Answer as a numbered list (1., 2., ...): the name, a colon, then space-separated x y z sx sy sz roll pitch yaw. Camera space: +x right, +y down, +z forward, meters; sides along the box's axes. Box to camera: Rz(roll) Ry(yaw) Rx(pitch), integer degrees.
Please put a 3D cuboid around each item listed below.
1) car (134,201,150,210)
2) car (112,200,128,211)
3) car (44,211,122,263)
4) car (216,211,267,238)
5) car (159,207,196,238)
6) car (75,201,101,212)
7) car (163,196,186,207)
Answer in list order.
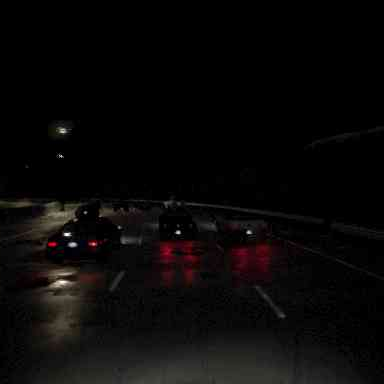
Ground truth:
1. car: -7.550 2.008 50.321 1.994 1.385 4.181 0 0 -18
2. car: -10.221 1.941 47.241 1.837 1.490 4.892 1 0 -17
3. car: -3.836 1.670 12.557 2.033 1.411 5.357 0 0 -5
4. car: 2.585 1.736 18.745 1.895 1.301 4.718 0 0 -6
5. car: -0.965 1.758 18.968 1.895 1.301 4.718 0 0 -7
6. car: -10.232 1.882 32.573 1.994 1.385 4.181 0 0 -12
7. car: -2.488 1.606 46.264 2.150 2.045 5.566 0 0 -16
